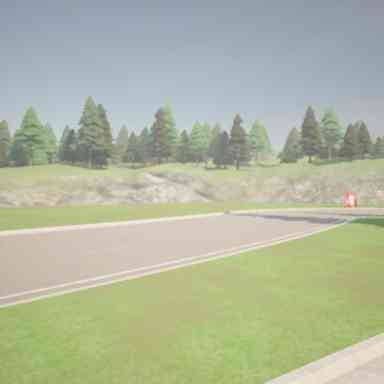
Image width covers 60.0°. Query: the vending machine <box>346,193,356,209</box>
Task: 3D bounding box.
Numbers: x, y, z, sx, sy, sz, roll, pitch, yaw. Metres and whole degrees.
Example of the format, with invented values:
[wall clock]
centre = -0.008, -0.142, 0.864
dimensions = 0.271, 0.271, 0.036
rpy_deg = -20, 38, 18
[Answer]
[vending machine]
centre = 21.725, 1.234, 45.377
dimensions = 0.880, 2.100, 1.100
rpy_deg = 0, 0, -1
